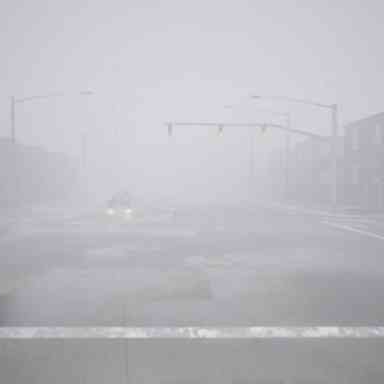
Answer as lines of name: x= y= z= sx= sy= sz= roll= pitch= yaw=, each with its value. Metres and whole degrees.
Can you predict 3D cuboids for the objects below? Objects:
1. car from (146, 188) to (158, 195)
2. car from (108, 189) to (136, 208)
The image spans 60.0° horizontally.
car: x=-7.022 y=0.002 z=59.111 sx=1.882 sy=1.535 sz=5.008 roll=0 pitch=1 yaw=0
car: x=-6.968 y=0.568 z=33.475 sx=2.097 sy=1.767 sz=4.553 roll=0 pitch=1 yaw=-1
